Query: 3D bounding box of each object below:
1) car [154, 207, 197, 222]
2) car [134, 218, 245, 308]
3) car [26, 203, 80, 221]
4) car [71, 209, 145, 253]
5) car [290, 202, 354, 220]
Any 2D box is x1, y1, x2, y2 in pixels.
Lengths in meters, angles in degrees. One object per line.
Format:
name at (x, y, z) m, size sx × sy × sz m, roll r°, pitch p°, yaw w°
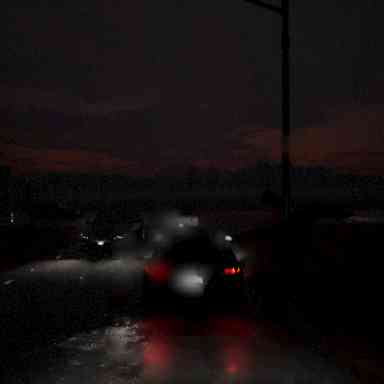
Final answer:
car at (-1.115, 1.559, 20.095) m, size 1.895 × 1.301 × 4.718 m, roll 0°, pitch 0°, yaw -14°
car at (0.042, 1.547, 7.944) m, size 1.994 × 1.385 × 4.181 m, roll 0°, pitch 0°, yaw 1°
car at (-11.331, 1.624, 27.745) m, size 4.674 × 1.442 × 1.812 m, roll -1°, pitch 2°, yaw 2°
car at (-3.085, 1.478, 13.605) m, size 1.837 × 1.490 × 4.892 m, roll 0°, pitch 0°, yaw 0°
car at (10.415, 1.514, 27.499) m, size 5.357 × 1.411 × 2.033 m, roll 0°, pitch 2°, yaw 0°
